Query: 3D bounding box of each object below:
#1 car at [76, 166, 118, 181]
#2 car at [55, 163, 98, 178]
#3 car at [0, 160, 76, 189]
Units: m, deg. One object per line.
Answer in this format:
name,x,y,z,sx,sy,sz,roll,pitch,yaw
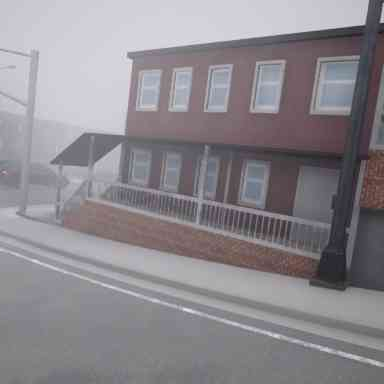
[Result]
car,-11.413,-2.148,40.947,2.033,1.411,5.357,11,6,36
car,-14.645,-2.724,42.372,1.837,1.490,4.892,11,6,35
car,-12.679,-1.359,26.685,2.150,2.045,5.566,11,6,34
